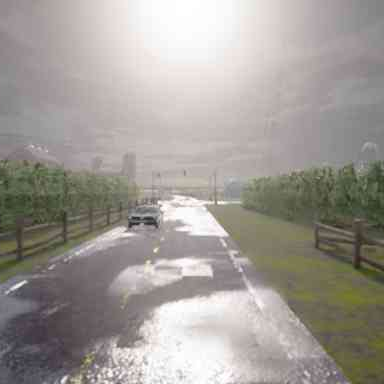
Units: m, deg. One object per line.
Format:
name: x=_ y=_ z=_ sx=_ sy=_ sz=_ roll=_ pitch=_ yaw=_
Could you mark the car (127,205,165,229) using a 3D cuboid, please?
car: x=-2.861 y=1.550 z=21.301 sx=1.895 sy=1.301 sz=4.718 roll=0 pitch=0 yaw=0
